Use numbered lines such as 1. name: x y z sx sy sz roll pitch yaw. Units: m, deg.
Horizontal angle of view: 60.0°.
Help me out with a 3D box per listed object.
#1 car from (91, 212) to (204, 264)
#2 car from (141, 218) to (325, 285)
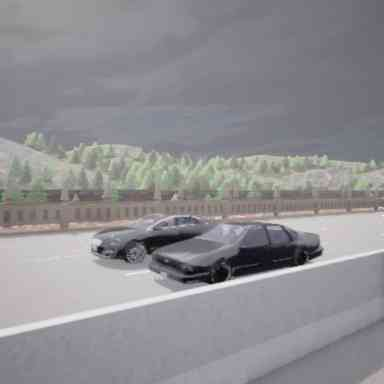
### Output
1. car: -1.052 1.494 11.839 4.902 1.511 2.128 0 0 -35
2. car: 1.507 1.550 9.366 5.357 1.411 2.033 0 0 -35
